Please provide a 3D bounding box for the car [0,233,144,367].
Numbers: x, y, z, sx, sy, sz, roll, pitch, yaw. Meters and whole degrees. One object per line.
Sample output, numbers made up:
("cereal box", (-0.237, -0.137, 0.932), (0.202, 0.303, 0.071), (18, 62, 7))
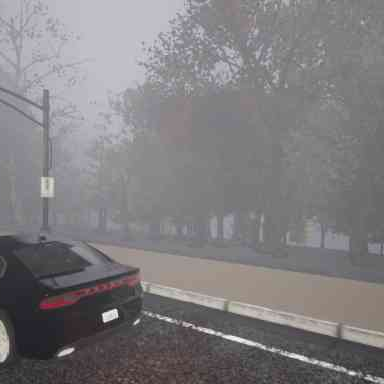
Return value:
("car", (-3.063, 1.477, 5.864), (5.008, 1.535, 1.882), (0, 0, 37))
